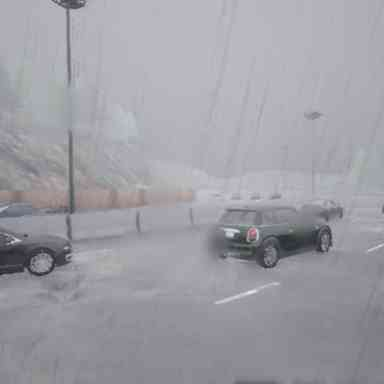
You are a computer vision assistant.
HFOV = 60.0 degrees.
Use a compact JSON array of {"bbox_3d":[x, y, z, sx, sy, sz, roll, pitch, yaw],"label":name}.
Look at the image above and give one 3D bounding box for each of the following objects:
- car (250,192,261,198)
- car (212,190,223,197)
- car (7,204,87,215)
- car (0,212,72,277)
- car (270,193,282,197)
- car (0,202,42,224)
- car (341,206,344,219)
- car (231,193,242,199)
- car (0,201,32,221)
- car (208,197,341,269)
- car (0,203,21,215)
[{"bbox_3d":[11.646,0.772,60.567,2.033,1.411,5.357,-1,1,10],"label":"car"},{"bbox_3d":[4.755,0.453,61.834,1.812,1.442,4.674,-1,1,10],"label":"car"},{"bbox_3d":[-8.403,1.521,19.994,4.181,1.385,1.994,-2,1,-41],"label":"car"},{"bbox_3d":[-5.669,1.525,8.573,4.892,1.490,1.837,-2,1,-36],"label":"car"},{"bbox_3d":[15.082,0.754,59.902,1.895,1.301,4.718,-1,1,10],"label":"car"},{"bbox_3d":[-13.833,1.535,24.531,4.674,1.442,1.812,-1,1,-39],"label":"car"},{"bbox_3d":[8.717,1.156,22.272,1.812,1.442,4.674,0,1,39],"label":"car"},{"bbox_3d":[8.205,0.859,61.203,2.033,1.411,5.357,-1,1,10],"label":"car"},{"bbox_3d":[-16.166,1.574,26.998,5.357,1.411,2.033,-2,1,-39],"label":"car"},{"bbox_3d":[2.686,1.200,10.907,4.553,1.767,2.097,-2,1,-41],"label":"car"},{"bbox_3d":[-11.701,1.524,21.766,4.674,1.442,1.812,-1,1,-39],"label":"car"}]
